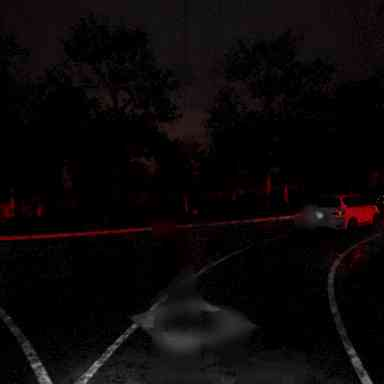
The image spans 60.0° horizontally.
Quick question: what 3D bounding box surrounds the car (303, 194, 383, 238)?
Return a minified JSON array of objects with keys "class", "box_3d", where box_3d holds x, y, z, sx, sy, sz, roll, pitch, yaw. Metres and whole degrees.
[{"class":"car","box_3d":[7.912,1.092,17.465,5.566,2.045,2.150,-2,1,-44]}]
